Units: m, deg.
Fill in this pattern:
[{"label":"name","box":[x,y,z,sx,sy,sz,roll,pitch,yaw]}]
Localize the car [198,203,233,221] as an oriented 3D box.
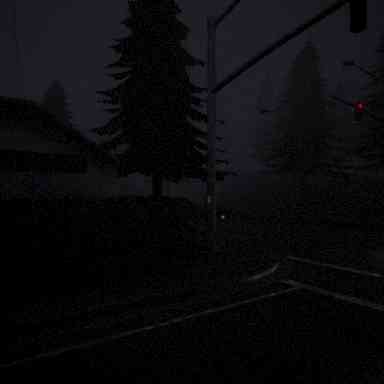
[{"label":"car","box":[1.079,1.585,27.074,1.895,1.301,4.718,0,0,-35]}]
